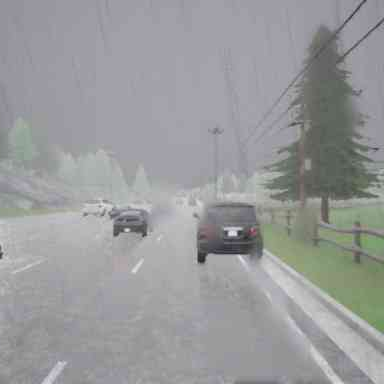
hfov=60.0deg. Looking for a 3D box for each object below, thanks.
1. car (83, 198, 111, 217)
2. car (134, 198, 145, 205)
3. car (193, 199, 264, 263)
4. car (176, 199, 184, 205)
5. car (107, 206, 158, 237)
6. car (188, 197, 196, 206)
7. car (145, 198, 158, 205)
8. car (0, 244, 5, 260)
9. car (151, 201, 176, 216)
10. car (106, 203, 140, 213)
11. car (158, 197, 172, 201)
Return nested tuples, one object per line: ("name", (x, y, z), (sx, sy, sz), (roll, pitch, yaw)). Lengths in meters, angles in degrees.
("car", (-10.367, 1.697, 36.953), (2.150, 2.045, 5.566), (0, -1, 0))
("car", (-13.926, 2.635, 87.257), (2.128, 1.511, 4.902), (0, -1, 0))
("car", (1.237, 1.388, 12.784), (2.150, 2.045, 5.566), (0, -1, 0))
("car", (-3.425, 2.636, 87.635), (1.812, 1.442, 4.674), (0, -1, 0))
("car", (-3.381, 1.760, 19.801), (1.837, 1.490, 4.892), (0, -1, 0))
("car", (0.066, 2.508, 77.092), (2.128, 1.511, 4.902), (0, -1, 0))
("car", (-10.426, 2.586, 87.224), (1.882, 1.535, 5.008), (0, -1, 0))
("car", (-6.893, 1.654, 8.122), (2.033, 1.411, 5.357), (0, -1, 0))
("car", (-3.366, 2.071, 39.571), (1.994, 1.385, 4.181), (0, -1, 0))
("car", (-6.871, 2.031, 33.440), (1.895, 1.301, 4.718), (0, -1, 0))
("car", (-6.926, 2.332, 87.255), (2.150, 2.045, 5.566), (0, -1, 0))
